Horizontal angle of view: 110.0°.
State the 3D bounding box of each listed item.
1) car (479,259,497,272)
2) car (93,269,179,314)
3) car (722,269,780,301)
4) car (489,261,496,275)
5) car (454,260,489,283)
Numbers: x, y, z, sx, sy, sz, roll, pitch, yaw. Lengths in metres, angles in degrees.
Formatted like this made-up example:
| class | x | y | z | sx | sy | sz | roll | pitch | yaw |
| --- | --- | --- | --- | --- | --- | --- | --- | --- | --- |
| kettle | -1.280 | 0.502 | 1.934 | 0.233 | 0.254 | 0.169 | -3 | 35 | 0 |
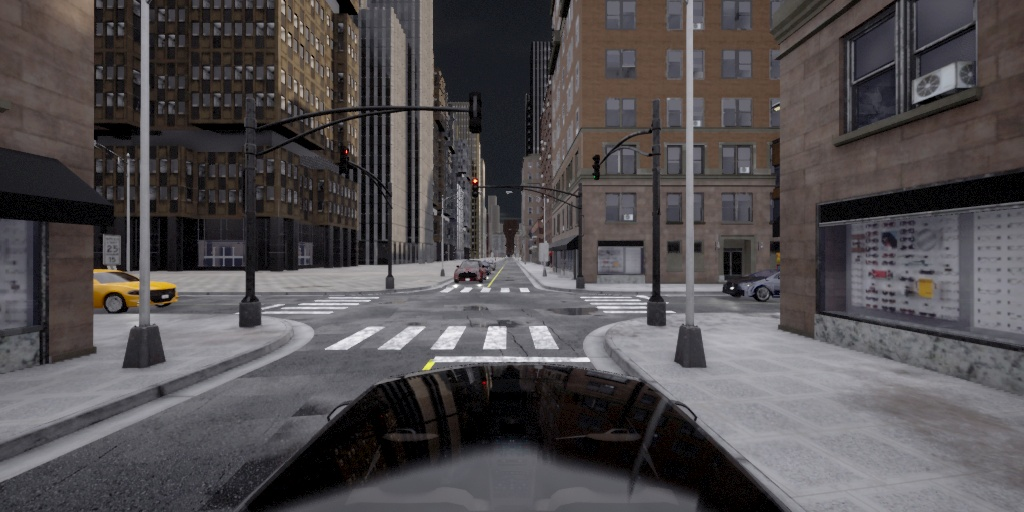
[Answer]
| class | x | y | z | sx | sy | sz | roll | pitch | yaw |
| --- | --- | --- | --- | --- | --- | --- | --- | --- | --- |
| car | -3.189 | 1.243 | 48.493 | 2.128 | 1.511 | 4.902 | 0 | 0 | 0 |
| car | -15.320 | 1.232 | 13.247 | 5.008 | 1.535 | 1.882 | 0 | 0 | 0 |
| car | 12.219 | 1.314 | 16.687 | 4.181 | 1.385 | 1.994 | 0 | 0 | -1 |
| car | -3.175 | 1.299 | 38.075 | 2.033 | 1.411 | 5.357 | 0 | 0 | 0 |
| car | -3.159 | 1.103 | 27.816 | 2.097 | 1.767 | 4.553 | 0 | 0 | 0 |
